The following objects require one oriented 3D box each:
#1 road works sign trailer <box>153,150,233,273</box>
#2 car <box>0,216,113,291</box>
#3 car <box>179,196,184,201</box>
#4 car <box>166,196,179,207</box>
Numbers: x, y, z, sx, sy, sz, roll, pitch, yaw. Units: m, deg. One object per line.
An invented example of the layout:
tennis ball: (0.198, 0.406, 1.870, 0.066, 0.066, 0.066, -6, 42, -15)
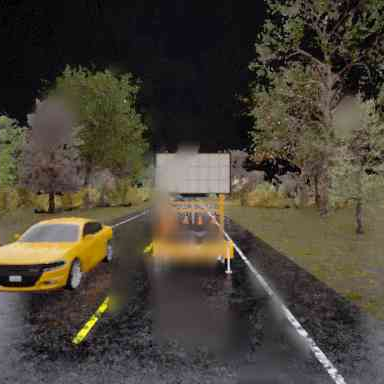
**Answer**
road works sign trailer: (0.036, 0.469, 10.689, 2.380, 3.560, 2.880, 0, 0, 0)
car: (-3.574, 1.482, 9.243, 1.882, 1.535, 5.008, 0, 0, 0)
car: (-3.227, 1.759, 90.422, 2.033, 1.411, 5.357, 0, 0, 0)
car: (-3.440, 1.600, 51.488, 1.812, 1.442, 4.674, 0, 0, 0)
